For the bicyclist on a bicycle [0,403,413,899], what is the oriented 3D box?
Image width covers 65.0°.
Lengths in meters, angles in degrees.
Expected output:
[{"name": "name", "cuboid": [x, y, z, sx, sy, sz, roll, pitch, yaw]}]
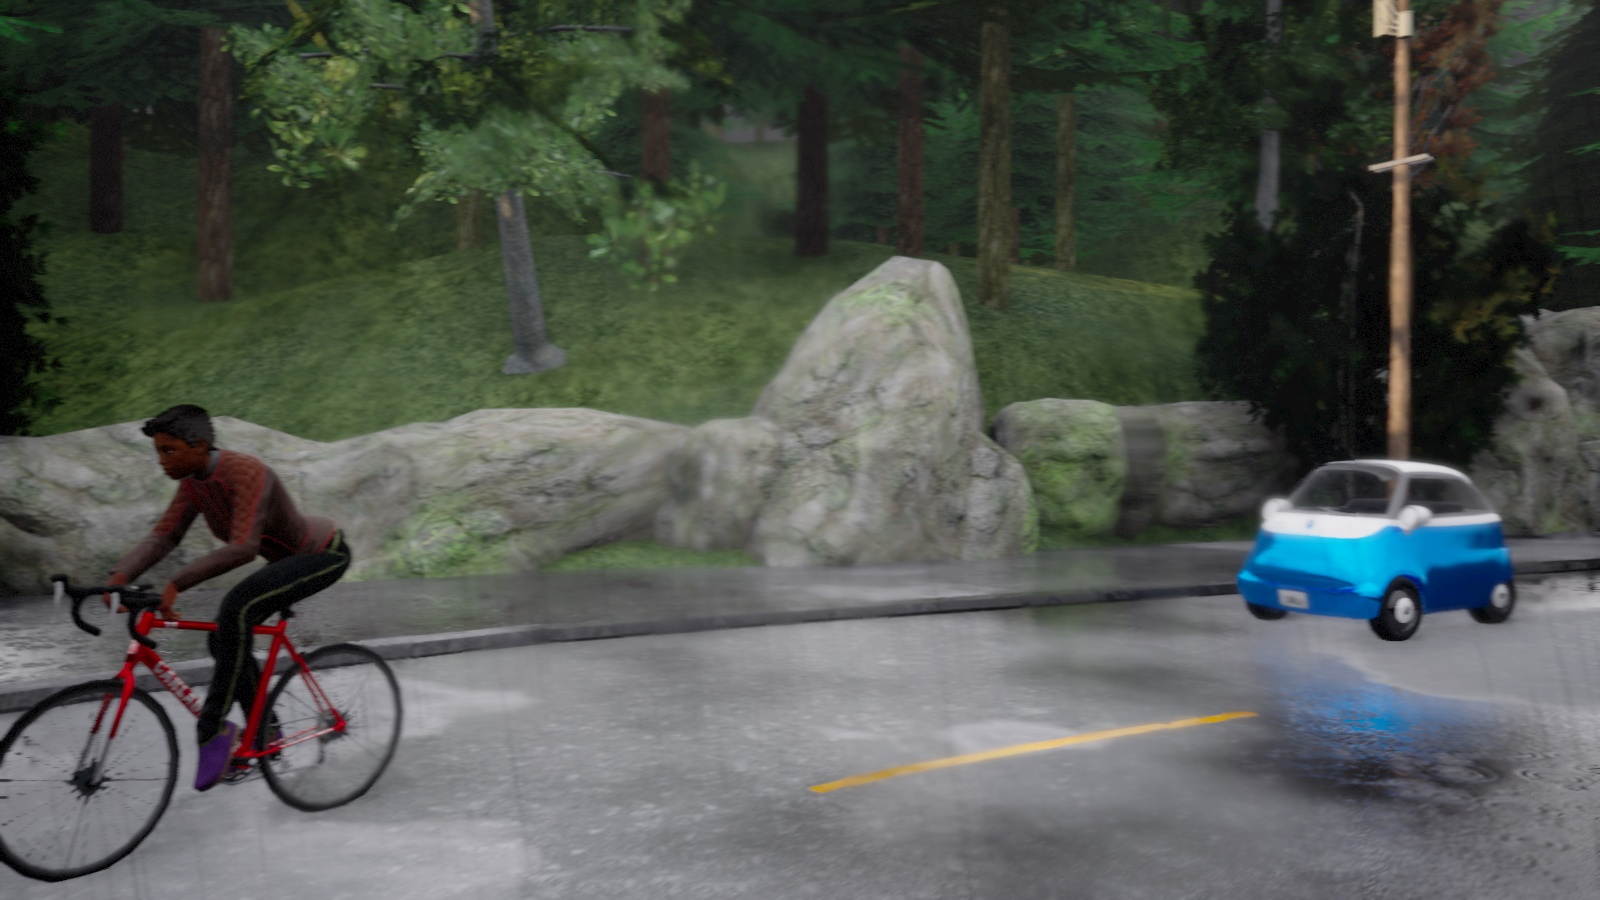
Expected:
[{"name": "bicyclist on a bicycle", "cuboid": [-2.266, 0.656, 4.506, 0.582, 1.620, 1.656, 2, 1, 34]}]

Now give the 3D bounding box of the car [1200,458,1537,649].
[{"name": "car", "cuboid": [4.676, 0.771, 10.371, 2.207, 1.376, 1.481, 1, 0, -28]}]
